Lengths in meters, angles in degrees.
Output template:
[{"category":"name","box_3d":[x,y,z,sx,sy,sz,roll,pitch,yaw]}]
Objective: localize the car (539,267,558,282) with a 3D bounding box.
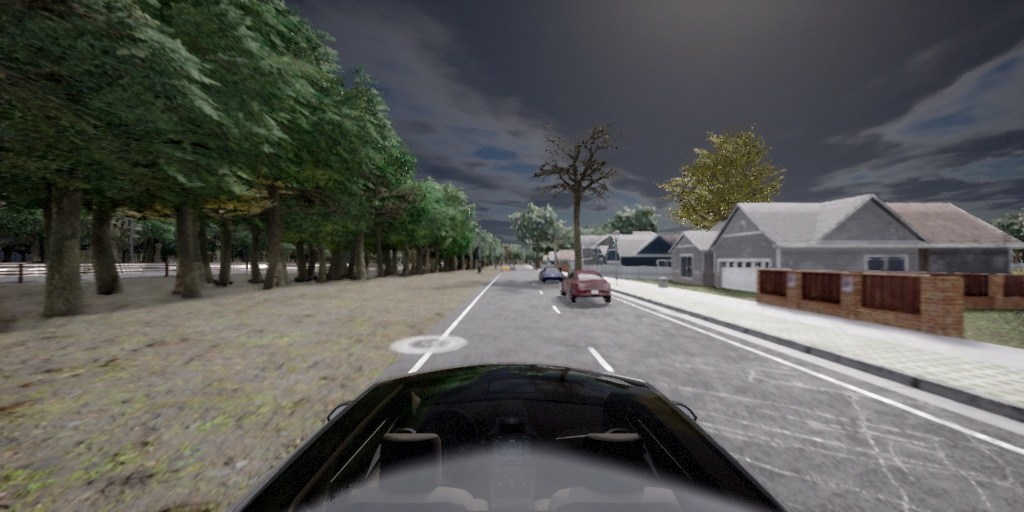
[{"category":"car","box_3d":[3.597,1.686,33.440,1.994,1.385,4.181,0,-1,0]}]

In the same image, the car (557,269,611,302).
[{"category":"car","box_3d":[3.599,1.426,17.863,1.812,1.442,4.674,0,-1,0]}]
